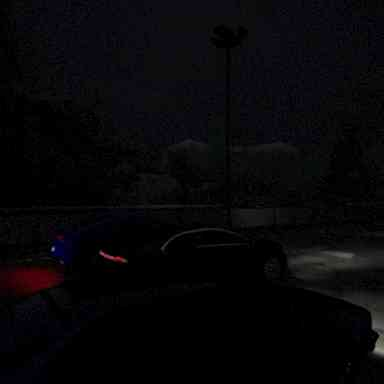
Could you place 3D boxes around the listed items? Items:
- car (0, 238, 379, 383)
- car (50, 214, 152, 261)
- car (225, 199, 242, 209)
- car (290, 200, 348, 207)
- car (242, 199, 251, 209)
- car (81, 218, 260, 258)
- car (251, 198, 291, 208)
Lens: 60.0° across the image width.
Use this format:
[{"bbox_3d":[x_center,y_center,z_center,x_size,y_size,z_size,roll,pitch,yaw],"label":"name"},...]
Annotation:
[{"bbox_3d":[-0.241,1.541,3.497,5.357,1.411,2.033,0,0,-34],"label":"car"},{"bbox_3d":[-1.866,1.457,10.777,5.008,1.535,1.882,0,0,-34],"label":"car"},{"bbox_3d":[6.677,1.496,39.756,5.357,1.411,2.033,0,0,-25],"label":"car"},{"bbox_3d":[12.121,1.520,30.719,5.357,1.411,2.033,0,0,-25],"label":"car"},{"bbox_3d":[8.481,1.434,36.695,5.008,1.535,1.882,0,0,-25],"label":"car"},{"bbox_3d":[0.196,1.479,7.943,4.902,1.511,2.128,0,0,-34],"label":"car"},{"bbox_3d":[8.797,1.454,32.984,4.902,1.511,2.128,0,0,-25],"label":"car"}]
